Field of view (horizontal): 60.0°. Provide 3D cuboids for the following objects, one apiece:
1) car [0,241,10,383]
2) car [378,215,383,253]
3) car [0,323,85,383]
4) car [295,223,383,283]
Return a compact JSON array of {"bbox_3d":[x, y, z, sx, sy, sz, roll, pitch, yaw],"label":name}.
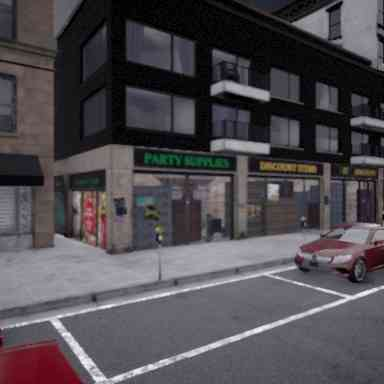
[{"bbox_3d":[-4.198,1.441,3.193,4.097,1.590,1.967,0,0,-35],"label":"car"},{"bbox_3d":[9.263,1.551,12.791,4.403,1.369,2.008,0,0,-35],"label":"car"},{"bbox_3d":[-2.686,1.602,1.158,4.718,1.301,1.895,0,0,-35],"label":"car"},{"bbox_3d":[4.776,1.581,9.592,4.206,1.307,1.802,0,0,-35],"label":"car"}]
